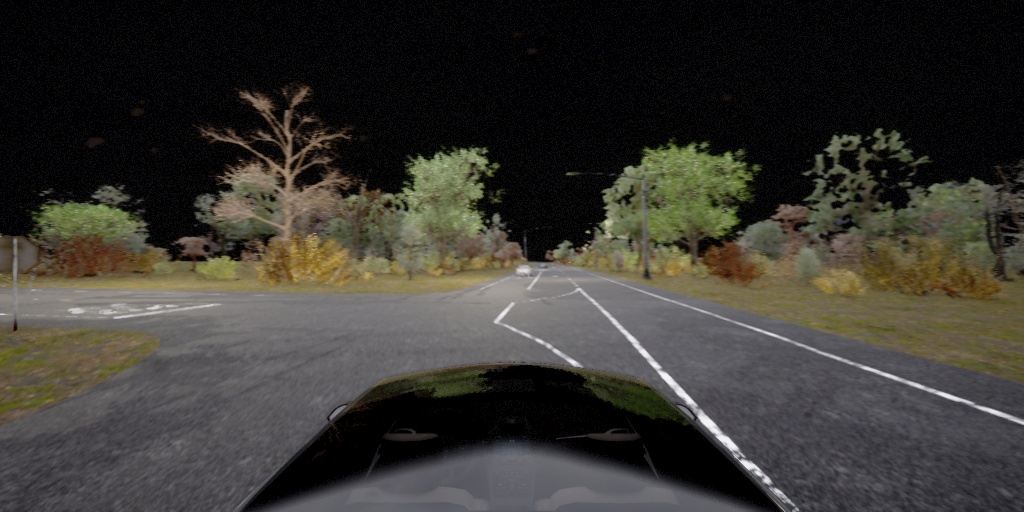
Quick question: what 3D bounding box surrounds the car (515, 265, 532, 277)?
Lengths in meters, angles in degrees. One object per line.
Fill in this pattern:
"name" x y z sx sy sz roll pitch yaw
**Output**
"car" 1.547 1.893 45.321 1.812 1.442 4.674 -1 -1 6
